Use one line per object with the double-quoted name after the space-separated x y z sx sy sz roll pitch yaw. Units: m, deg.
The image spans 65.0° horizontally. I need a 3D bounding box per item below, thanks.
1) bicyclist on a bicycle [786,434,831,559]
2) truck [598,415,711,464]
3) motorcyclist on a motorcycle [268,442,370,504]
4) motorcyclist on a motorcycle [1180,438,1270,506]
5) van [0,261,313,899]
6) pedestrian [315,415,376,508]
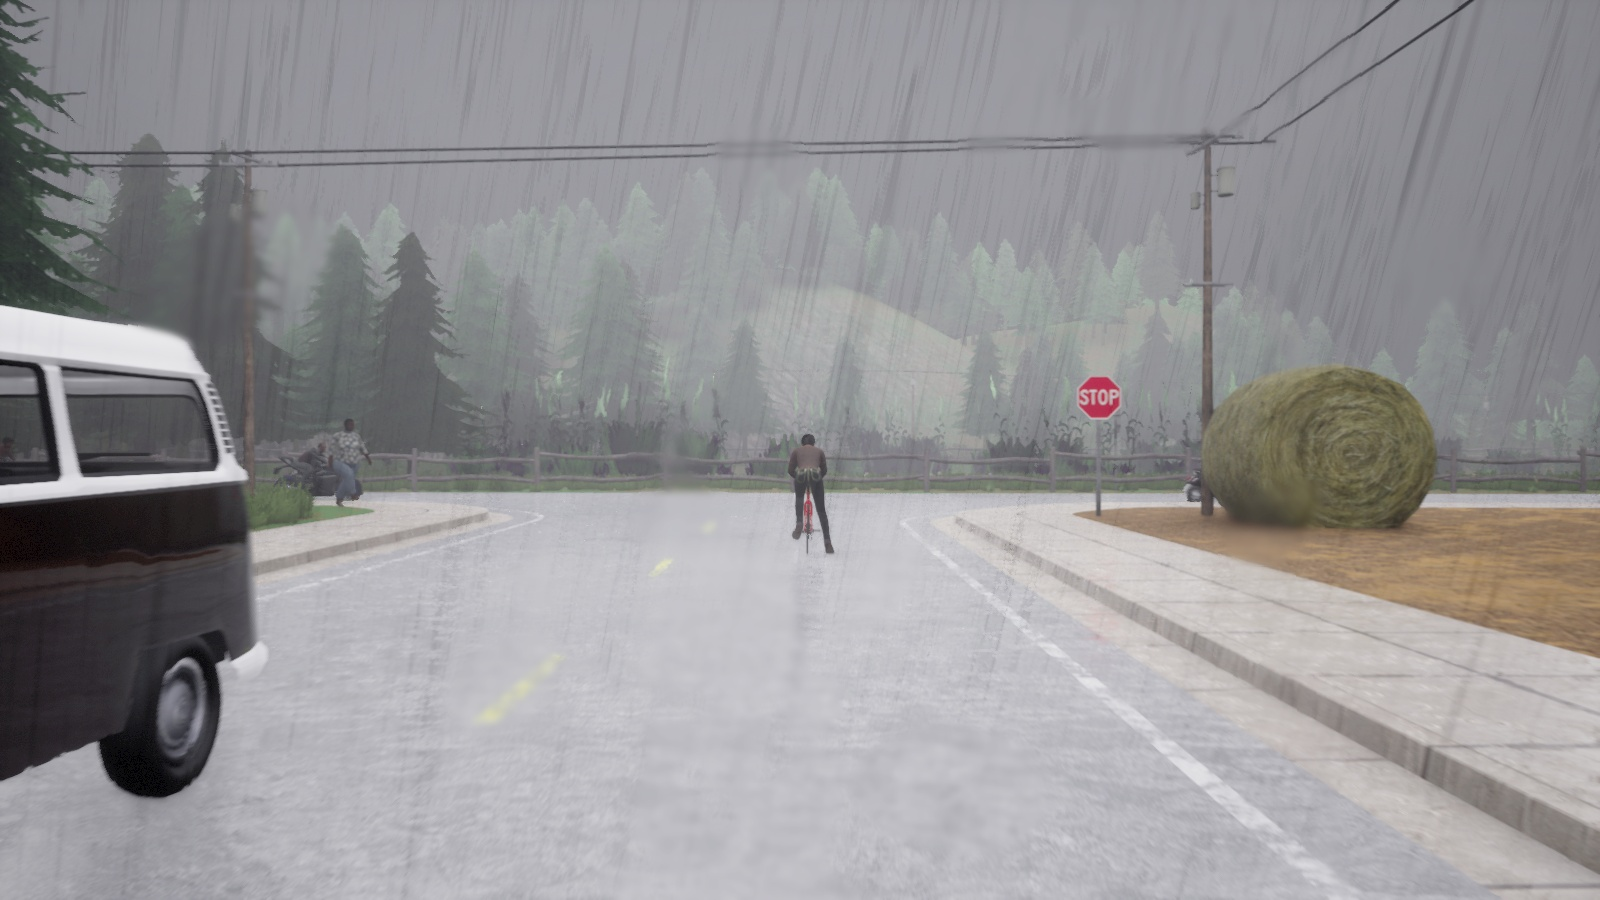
0.113 0.603 17.068 0.582 1.620 1.656 0 0 0 "bicyclist on a bicycle"
-10.406 -0.750 89.920 7.936 3.462 2.891 0 0 -6 "truck"
-11.952 0.561 31.251 2.191 1.530 0.866 0 0 3 "motorcyclist on a motorcycle"
10.086 0.505 29.813 1.817 1.590 0.866 0 1 -4 "motorcyclist on a motorcycle"
-3.462 0.445 3.990 2.069 2.038 4.480 0 0 0 "van"
-9.303 0.219 25.715 0.900 1.855 0.874 0 0 44 "pedestrian"
